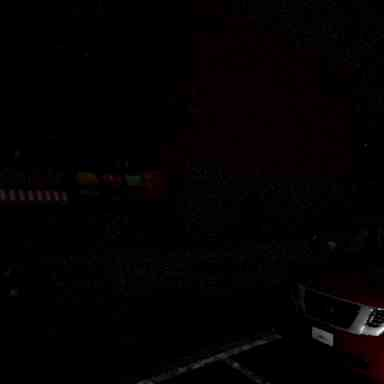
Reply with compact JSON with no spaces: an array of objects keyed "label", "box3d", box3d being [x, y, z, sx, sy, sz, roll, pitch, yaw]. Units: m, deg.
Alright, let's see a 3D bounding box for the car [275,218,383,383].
[{"label":"car","box3d":[3.575,1.382,5.309,5.009,1.841,2.192,1,1,-35]}]
